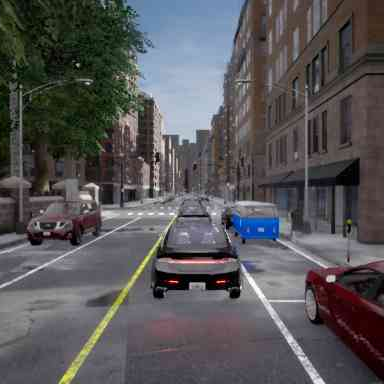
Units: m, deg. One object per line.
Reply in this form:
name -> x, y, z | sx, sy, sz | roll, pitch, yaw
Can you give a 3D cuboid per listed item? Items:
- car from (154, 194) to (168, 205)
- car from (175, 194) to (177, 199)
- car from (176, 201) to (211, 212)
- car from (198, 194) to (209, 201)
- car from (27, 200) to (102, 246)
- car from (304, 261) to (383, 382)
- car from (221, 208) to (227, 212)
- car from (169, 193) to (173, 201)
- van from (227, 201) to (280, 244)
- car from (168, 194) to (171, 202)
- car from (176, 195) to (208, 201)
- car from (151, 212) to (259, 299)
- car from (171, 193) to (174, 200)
car -> -5.684, 1.480, 59.026 | 1.752, 1.417, 4.829 | 0, 0, 0
car -> -5.690, 1.497, 86.450 | 2.008, 1.369, 4.403 | 0, 0, 0
car -> 0.094, 1.485, 18.390 | 2.128, 1.511, 4.902 | 0, 0, 0
car -> 2.837, 1.387, 75.586 | 1.967, 1.590, 4.097 | 0, 0, 0
car -> -5.674, 1.310, 15.507 | 2.192, 1.841, 5.009 | 0, 0, 0
car -> 2.853, 1.544, 4.228 | 1.887, 1.381, 4.507 | 0, 0, 0
car -> 2.850, 1.558, 21.210 | 1.947, 1.339, 4.313 | 0, 0, 0
car -> -5.686, 1.493, 70.098 | 1.887, 1.381, 4.507 | 0, 0, 0
van -> 2.851, 1.336, 15.549 | 1.690, 1.788, 3.998 | 0, 0, 0
car -> -5.685, 1.502, 64.647 | 2.008, 1.369, 4.403 | 0, 0, 0
car -> -0.008, 1.338, 27.567 | 2.097, 1.767, 4.553 | 0, 0, 0
car -> 0.098, 1.490, 8.450 | 2.128, 1.511, 4.902 | 0, 0, 0
car -> -5.687, 1.492, 75.549 | 1.887, 1.381, 4.507 | 0, 0, 0
